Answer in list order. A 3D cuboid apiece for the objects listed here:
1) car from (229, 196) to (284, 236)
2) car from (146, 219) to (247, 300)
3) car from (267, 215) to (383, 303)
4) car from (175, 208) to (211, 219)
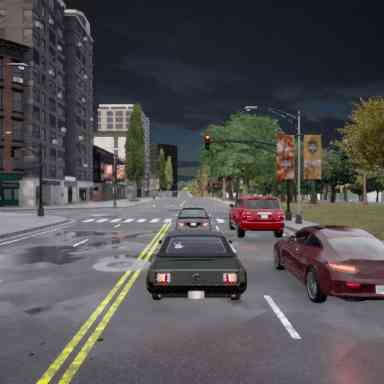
[{"bbox_3d":[3.309,1.217,17.877,2.150,2.045,5.566,0,0,0],"label":"car"},{"bbox_3d":[0.081,1.599,8.324,1.895,1.301,4.718,0,0,0],"label":"car"},{"bbox_3d":[3.334,1.524,8.065,1.812,1.442,4.674,0,0,0],"label":"car"},{"bbox_3d":[0.060,1.543,17.916,2.033,1.411,5.357,0,0,0],"label":"car"}]
